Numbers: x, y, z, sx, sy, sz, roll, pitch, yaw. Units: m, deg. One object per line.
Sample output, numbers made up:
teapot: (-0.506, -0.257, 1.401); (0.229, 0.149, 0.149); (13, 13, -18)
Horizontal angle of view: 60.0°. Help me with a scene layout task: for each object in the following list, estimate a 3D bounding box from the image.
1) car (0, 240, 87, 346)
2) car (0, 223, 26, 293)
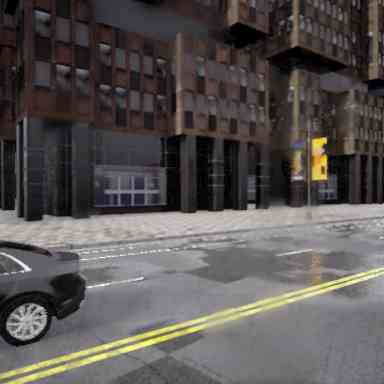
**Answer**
car: (-4.057, 1.506, 4.782); (4.892, 1.490, 1.837); (0, 0, -35)
car: (-6.133, 1.566, 7.290); (4.181, 1.385, 1.994); (0, 0, -35)
